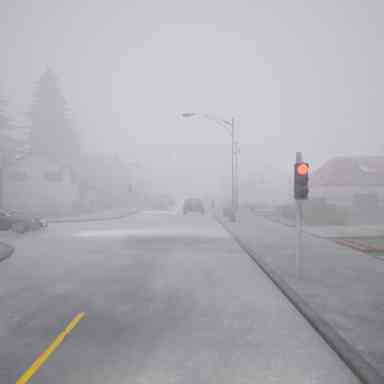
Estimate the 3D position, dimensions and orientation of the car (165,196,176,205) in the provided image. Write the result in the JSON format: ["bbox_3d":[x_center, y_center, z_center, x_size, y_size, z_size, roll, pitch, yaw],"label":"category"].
[{"bbox_3d":[-3.979,1.526,62.143,1.812,1.442,4.674,0,0,0],"label":"car"}]

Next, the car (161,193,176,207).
[{"bbox_3d":[-4.028,1.221,51.798,2.150,2.045,5.566,0,0,0],"label":"car"}]

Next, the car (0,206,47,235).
[{"bbox_3d":[-10.466,1.491,17.985,4.902,1.511,2.128,0,0,-2],"label":"car"}]

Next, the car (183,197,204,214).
[{"bbox_3d":[0.166,1.352,35.533,2.097,1.767,4.553,0,0,0],"label":"car"}]

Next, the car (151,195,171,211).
[{"bbox_3d":[-4.043,1.505,41.749,1.837,1.490,4.892,0,0,0],"label":"car"}]
